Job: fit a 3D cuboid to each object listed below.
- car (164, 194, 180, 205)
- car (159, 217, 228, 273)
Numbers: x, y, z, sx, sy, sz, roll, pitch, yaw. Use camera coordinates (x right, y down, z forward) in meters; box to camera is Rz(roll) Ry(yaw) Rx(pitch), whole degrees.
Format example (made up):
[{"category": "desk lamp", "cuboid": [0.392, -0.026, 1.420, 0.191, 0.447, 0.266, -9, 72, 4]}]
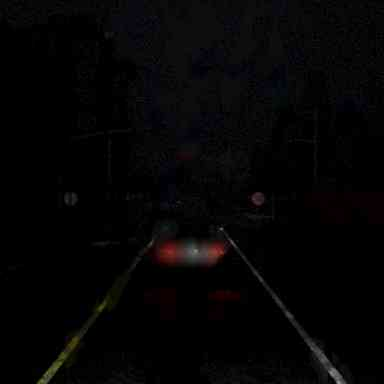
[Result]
[{"category": "car", "cuboid": [-3.544, 1.382, 55.292, 2.033, 1.411, 5.357, 0, 0, 1]}, {"category": "car", "cuboid": [0.061, 1.515, 10.549, 2.033, 1.411, 5.357, 0, 0, 0]}]
